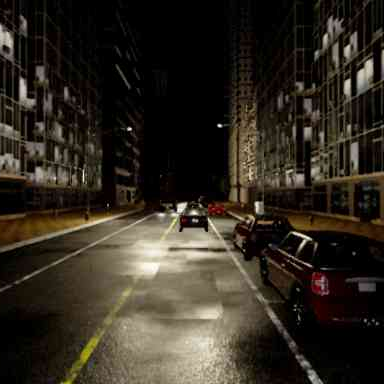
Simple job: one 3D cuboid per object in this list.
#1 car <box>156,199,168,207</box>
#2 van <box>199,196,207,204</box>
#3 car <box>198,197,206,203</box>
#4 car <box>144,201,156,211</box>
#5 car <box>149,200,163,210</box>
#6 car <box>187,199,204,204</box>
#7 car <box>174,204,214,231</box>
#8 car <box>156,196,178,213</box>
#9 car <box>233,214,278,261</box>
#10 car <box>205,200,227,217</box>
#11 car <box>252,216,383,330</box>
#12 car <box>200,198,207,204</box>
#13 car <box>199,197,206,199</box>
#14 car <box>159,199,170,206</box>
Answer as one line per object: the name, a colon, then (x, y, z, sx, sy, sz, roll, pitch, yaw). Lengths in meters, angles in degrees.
car: (-5.683, 2.075, 63.979, 1.887, 1.381, 4.507, 0, 0, 0)
van: (2.699, 1.996, 81.049, 1.690, 1.788, 3.998, 0, 0, 0)
car: (2.700, 2.135, 86.740, 1.967, 1.590, 4.097, 0, 0, 0)
car: (-5.685, 1.945, 46.901, 1.887, 1.381, 4.507, 0, 0, 0)
car: (-5.685, 2.026, 52.594, 1.802, 1.307, 4.206, 0, 0, 0)
car: (0.103, 1.908, 41.996, 2.033, 1.411, 5.357, 0, 0, 0)
car: (0.104, 1.742, 21.867, 2.033, 1.411, 5.357, 0, -1, 0)
car: (-2.997, 1.597, 43.425, 2.150, 2.045, 5.566, 0, -1, 0)
car: (2.692, 1.554, 12.741, 1.967, 1.590, 4.097, 0, 0, 0)
car: (2.695, 1.854, 35.510, 1.887, 1.381, 4.507, 0, 0, 0)
car: (2.692, 1.504, 7.049, 1.967, 1.590, 4.097, 0, -1, 0)
car: (2.696, 2.009, 52.586, 1.947, 1.339, 4.313, 0, 0, 0)
car: (2.697, 2.096, 63.970, 1.947, 1.339, 4.313, 0, 0, 0)
car: (-5.683, 2.139, 69.671, 1.947, 1.339, 4.313, 0, 0, 0)
